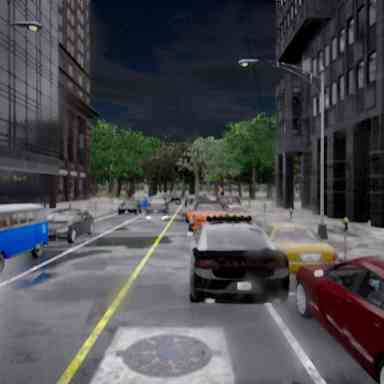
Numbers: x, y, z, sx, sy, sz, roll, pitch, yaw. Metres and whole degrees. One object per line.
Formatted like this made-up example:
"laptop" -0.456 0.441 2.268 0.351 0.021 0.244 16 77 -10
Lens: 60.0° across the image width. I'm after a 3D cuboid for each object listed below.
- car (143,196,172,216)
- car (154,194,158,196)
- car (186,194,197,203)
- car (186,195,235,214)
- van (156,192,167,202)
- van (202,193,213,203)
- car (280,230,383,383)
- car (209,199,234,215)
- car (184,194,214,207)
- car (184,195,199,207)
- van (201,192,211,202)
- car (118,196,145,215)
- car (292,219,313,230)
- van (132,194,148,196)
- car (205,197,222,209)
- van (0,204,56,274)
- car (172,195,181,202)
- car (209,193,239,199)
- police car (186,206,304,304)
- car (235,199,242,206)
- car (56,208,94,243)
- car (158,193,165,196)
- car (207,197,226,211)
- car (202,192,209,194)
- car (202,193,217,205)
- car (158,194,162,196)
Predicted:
"car" -3.136 1.352 30.927 1.812 1.442 4.674 0 0 0
"car" -5.812 1.291 42.314 1.752 1.417 4.829 0 0 0
"car" -0.067 1.183 59.354 1.837 1.490 4.892 0 0 0
"car" 0.879 1.248 18.102 2.097 1.767 4.553 0 0 0
"van" -5.836 0.994 64.233 1.690 1.788 3.998 0 0 0
"van" 2.695 1.022 58.804 1.690 1.788 3.998 0 0 0
"car" 2.756 1.519 4.431 1.887 1.381 4.507 0 0 0
"car" 2.726 1.374 31.618 2.008 1.369 4.403 0 0 0
"car" 0.688 1.215 24.130 2.097 1.767 4.553 0 0 2
"car" -0.040 1.252 45.790 1.837 1.490 4.892 0 0 1
"van" 2.689 0.994 64.242 1.690 1.788 3.998 0 0 0
"car" -5.799 1.389 31.609 1.947 1.339 4.313 0 0 0
"car" 2.750 1.468 10.038 1.752 1.417 4.829 0 0 0
"van" -5.806 1.135 37.045 1.690 1.788 3.998 0 0 0
"car" 2.713 1.310 42.493 1.887 1.381 4.507 0 0 0
"van" -5.776 1.284 9.858 1.690 1.788 3.998 0 0 0
"car" -3.073 1.251 64.970 1.895 1.301 4.718 0 0 0
"car" 2.731 1.167 26.179 2.192 1.841 5.009 0 0 0
"police car" 0.890 1.378 8.243 1.930 1.638 5.238 0 0 0
"car" 2.738 1.407 20.913 1.752 1.417 4.829 0 0 0
"car" -5.781 1.463 15.296 2.008 1.369 4.403 0 0 0
"car" -5.824 1.235 53.189 1.752 1.417 4.829 0 0 0
"car" 2.719 1.318 37.225 1.752 1.417 4.829 0 0 0
"car" 2.707 1.177 47.930 1.967 1.590 4.097 0 0 0
"car" 2.701 1.024 53.367 2.192 1.841 5.009 0 0 0
"car" -5.818 1.302 47.921 1.947 1.339 4.313 0 0 0
